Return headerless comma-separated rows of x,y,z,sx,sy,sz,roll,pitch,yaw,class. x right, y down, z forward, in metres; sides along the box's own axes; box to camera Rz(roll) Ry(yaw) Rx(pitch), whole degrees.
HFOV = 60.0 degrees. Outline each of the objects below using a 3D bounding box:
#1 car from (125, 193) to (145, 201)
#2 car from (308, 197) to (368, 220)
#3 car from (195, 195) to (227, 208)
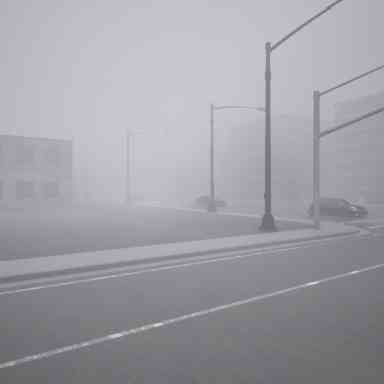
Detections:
-10.341,0.889,60.419,1.895,1.301,4.718,0,1,-34,car
12.054,1.279,27.615,2.097,1.767,4.553,0,1,-34,car
2.298,1.164,41.826,1.882,1.535,5.008,0,1,-34,car
